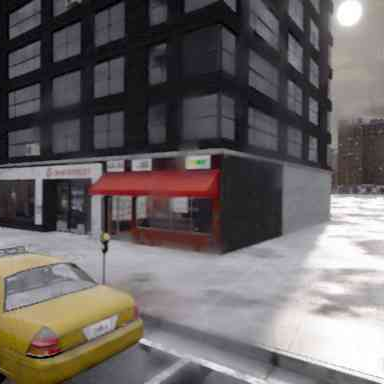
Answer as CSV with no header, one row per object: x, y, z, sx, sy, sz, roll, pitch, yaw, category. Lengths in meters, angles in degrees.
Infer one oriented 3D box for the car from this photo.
-2.927,1.521,5.165,4.829,1.417,1.752,0,1,36,car
